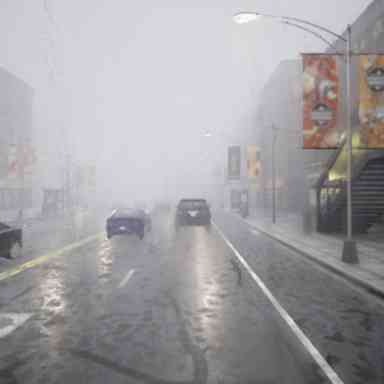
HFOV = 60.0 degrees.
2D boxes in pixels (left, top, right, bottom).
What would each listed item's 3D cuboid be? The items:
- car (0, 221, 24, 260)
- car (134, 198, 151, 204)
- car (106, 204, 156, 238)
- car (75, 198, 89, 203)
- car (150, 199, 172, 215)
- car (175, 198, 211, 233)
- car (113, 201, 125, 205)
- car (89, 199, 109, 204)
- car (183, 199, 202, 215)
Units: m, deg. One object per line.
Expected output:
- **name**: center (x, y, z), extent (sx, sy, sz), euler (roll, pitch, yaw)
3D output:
- **car**: center (-7.117, 1.574, 10.177), extent (1.882, 1.535, 5.008), euler (0, -1, 0)
- **car**: center (-8.323, 1.972, 53.978), extent (1.882, 1.535, 5.008), euler (0, -1, -13)
- **car**: center (-3.434, 1.652, 18.869), extent (1.882, 1.535, 5.008), euler (0, -1, 0)
- **car**: center (-29.429, 2.347, 89.734), extent (4.674, 1.452, 2.002), euler (0, -1, 20)
- **car**: center (-3.474, 1.864, 39.244), extent (1.837, 1.490, 4.892), euler (0, -1, 0)
- **car**: center (0.062, 1.418, 21.499), extent (2.150, 2.045, 5.566), euler (0, -1, 0)
- **car**: center (-11.213, 2.073, 51.367), extent (1.895, 1.301, 4.718), euler (0, -1, -10)
- **car**: center (-24.121, 2.401, 87.573), extent (4.718, 1.301, 1.895), euler (0, -1, 30)
- **car**: center (0.026, 1.708, 39.043), extent (2.097, 1.767, 4.553), euler (0, -1, 0)
